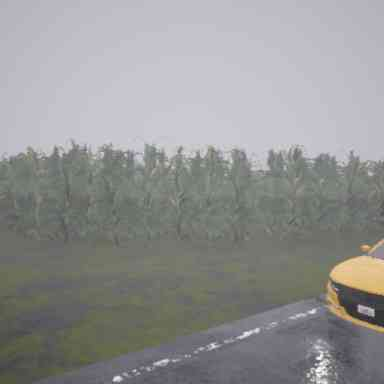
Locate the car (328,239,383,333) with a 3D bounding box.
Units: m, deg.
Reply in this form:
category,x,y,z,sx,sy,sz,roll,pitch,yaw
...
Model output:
category,x,y,z,sx,sy,sz,roll,pitch,yaw
car,4.608,1.482,6.355,5.008,1.535,1.882,0,0,-35
